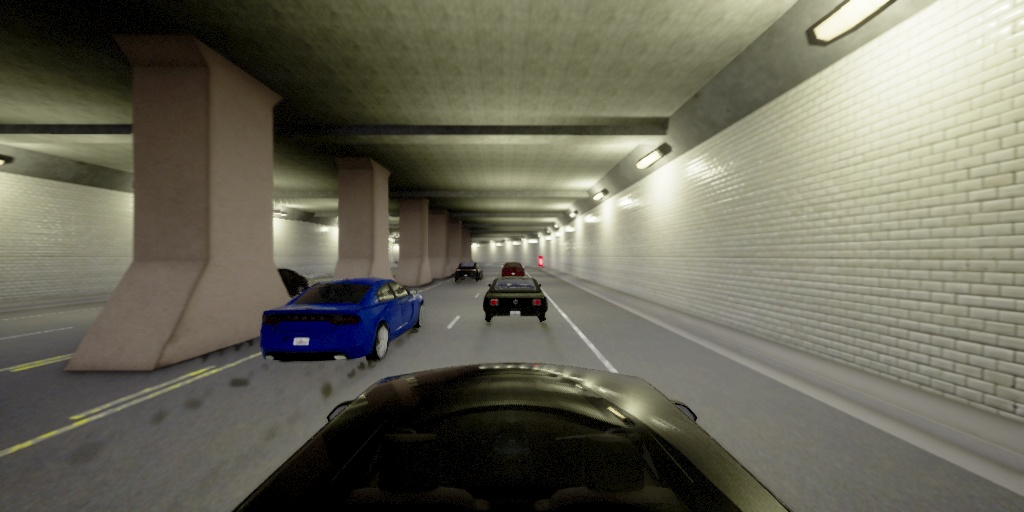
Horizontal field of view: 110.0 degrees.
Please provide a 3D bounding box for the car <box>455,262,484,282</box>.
[{"bbox_3d":[-3.401,1.244,28.831,2.128,1.511,4.902,0,0,0],"label":"car"}]

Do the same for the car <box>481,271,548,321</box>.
[{"bbox_3d":[0.099,1.352,12.422,1.895,1.301,4.718,0,0,0],"label":"car"}]

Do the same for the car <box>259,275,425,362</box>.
[{"bbox_3d":[-3.401,1.228,8.260,1.882,1.535,5.008,0,0,0],"label":"car"}]

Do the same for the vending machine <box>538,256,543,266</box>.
[{"bbox_3d":[5.078,0.952,63.803,1.100,2.100,0.880,0,0,-7],"label":"vending machine"}]

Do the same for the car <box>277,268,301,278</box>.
[{"bbox_3d":[-10.601,1.256,15.082,1.837,1.490,4.892,0,0,0],"label":"car"}]

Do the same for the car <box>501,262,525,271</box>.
[{"bbox_3d":[0.097,1.231,30.468,1.882,1.535,5.008,0,0,0],"label":"car"}]
